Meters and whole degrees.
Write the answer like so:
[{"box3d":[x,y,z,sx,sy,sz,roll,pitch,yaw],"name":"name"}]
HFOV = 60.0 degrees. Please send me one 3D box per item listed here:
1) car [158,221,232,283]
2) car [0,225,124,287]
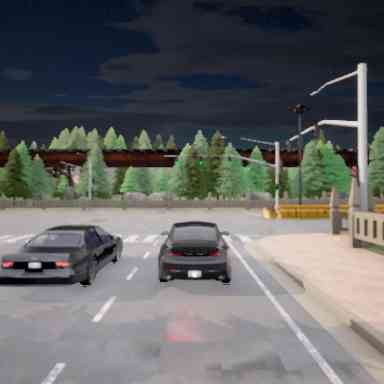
[{"box3d":[0.094,1.631,9.993,1.837,1.490,4.892,0,0,1],"name":"car"},{"box3d":[-3.413,1.670,9.728,2.033,1.411,5.357,0,-1,0],"name":"car"}]
